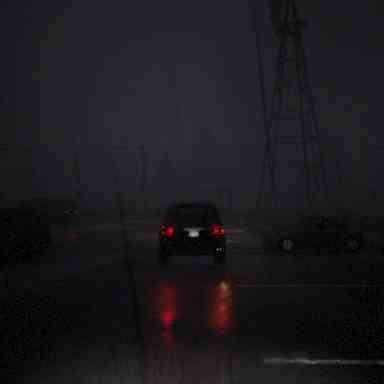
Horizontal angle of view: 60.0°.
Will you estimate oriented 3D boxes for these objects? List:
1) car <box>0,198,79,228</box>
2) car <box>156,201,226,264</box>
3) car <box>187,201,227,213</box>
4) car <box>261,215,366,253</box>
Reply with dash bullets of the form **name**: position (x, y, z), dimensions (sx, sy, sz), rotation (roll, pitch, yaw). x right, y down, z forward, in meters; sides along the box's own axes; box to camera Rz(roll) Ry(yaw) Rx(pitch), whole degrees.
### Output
- **car**: position (-10.912, 1.453, 23.695), dimensions (5.566, 2.045, 2.150), rotation (0, 0, 3)
- **car**: position (-0.165, 1.346, 12.545), dimensions (2.150, 2.045, 5.566), rotation (0, 0, -5)
- **car**: position (1.836, 1.887, 42.574), dimensions (5.008, 1.535, 1.882), rotation (0, -1, 1)
- **car**: position (4.894, 1.654, 13.749), dimensions (3.905, 1.438, 1.784), rotation (0, -1, 0)
